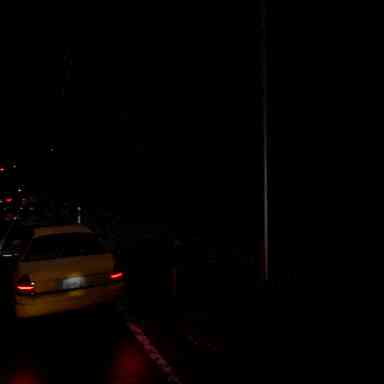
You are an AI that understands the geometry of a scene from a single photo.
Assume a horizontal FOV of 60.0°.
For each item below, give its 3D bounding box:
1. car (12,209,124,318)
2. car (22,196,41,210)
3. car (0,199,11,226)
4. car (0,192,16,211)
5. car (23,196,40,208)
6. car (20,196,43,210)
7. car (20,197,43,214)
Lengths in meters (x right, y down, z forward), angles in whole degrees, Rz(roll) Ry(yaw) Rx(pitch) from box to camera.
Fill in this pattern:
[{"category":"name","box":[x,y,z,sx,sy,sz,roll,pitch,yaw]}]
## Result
[{"category":"car","box":[-2.975,1.384,7.512,1.801,1.575,5.366,-2,1,-26]},{"category":"car","box":[-18.841,1.288,38.996,1.887,1.381,4.507,-3,1,-26]},{"category":"car","box":[-13.499,1.452,22.067,2.033,1.411,5.357,-2,1,-26]},{"category":"car","box":[-20.698,1.042,36.517,2.150,2.045,5.566,-2,1,-26]},{"category":"car","box":[-21.264,1.259,43.940,1.887,1.381,4.507,-3,1,-26]},{"category":"car","box":[-13.996,1.368,29.110,1.947,1.339,4.313,-3,1,-26]},{"category":"car","box":[-16.419,1.317,34.052,1.887,1.381,4.507,-3,1,-26]}]
